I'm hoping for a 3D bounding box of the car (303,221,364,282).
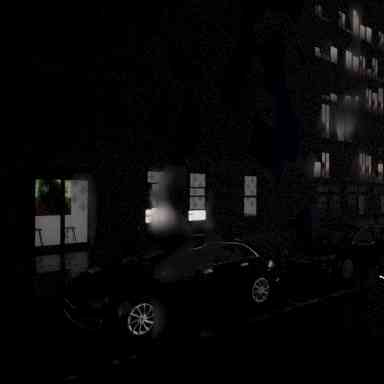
[{"bbox_3d":[4.495,1.550,9.712,4.403,1.369,2.008,0,0,-35],"label":"car"}]

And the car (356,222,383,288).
[{"bbox_3d":[6.243,1.491,7.784,4.902,1.511,2.128,0,0,-35],"label":"car"}]

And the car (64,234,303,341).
[{"bbox_3d":[-0.140,1.551,6.436,4.403,1.369,2.008,0,0,-35],"label":"car"}]
